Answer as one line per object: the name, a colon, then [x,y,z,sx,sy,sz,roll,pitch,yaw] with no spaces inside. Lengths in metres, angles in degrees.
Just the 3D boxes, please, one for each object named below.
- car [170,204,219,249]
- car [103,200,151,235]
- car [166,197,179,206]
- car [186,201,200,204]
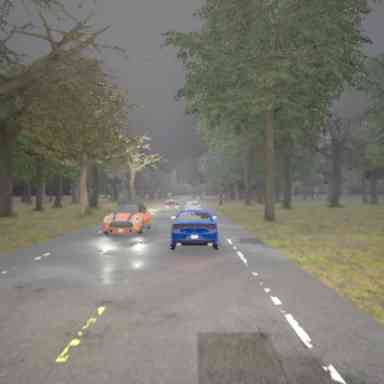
car: [0.093,1.503,14.721,1.882,1.535,5.008,0,0,0]
car: [-3.610,1.391,19.116,2.097,1.767,4.553,0,0,0]
car: [-3.568,1.612,60.291,2.097,1.767,4.553,0,0,1]
car: [0.082,1.618,32.750,1.812,1.442,4.674,0,0,0]
